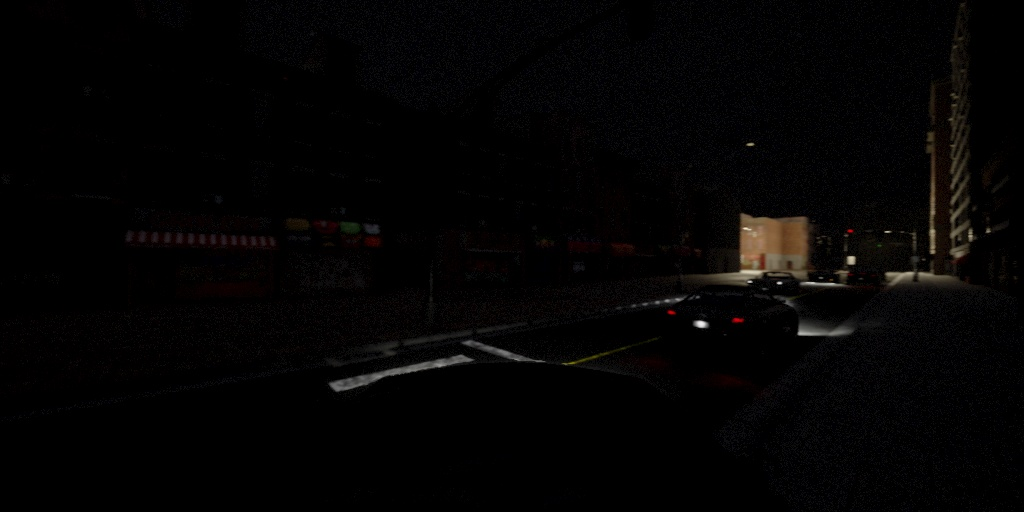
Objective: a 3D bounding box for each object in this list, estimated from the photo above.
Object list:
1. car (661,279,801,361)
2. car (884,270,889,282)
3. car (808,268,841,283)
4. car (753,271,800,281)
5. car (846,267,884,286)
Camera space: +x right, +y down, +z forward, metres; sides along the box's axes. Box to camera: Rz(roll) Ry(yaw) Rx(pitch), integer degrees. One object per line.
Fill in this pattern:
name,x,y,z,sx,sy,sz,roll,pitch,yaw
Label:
car,5.387,1.400,8.716,4.181,1.385,1.994,1,0,-42
car,38.163,1.877,37.900,4.892,1.490,1.837,1,-1,-41
car,29.825,1.865,34.197,4.181,1.385,1.994,1,-1,-42
car,16.219,1.633,22.192,4.718,1.301,1.895,1,0,-42
car,30.234,1.714,30.787,5.008,1.535,1.882,1,0,-42
